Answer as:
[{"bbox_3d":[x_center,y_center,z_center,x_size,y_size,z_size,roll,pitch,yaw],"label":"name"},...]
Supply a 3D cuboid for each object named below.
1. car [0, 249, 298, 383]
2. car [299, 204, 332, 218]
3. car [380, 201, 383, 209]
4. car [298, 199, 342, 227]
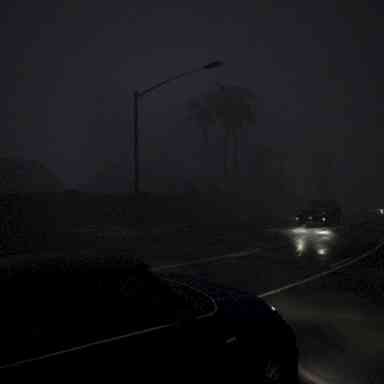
[{"bbox_3d":[-0.998,1.375,3.261,4.553,1.767,2.097,1,-1,-37],"label":"car"},{"bbox_3d":[13.950,2.054,37.261,2.033,1.411,5.357,0,-1,37],"label":"car"},{"bbox_3d":[34.417,2.245,58.596,2.128,1.511,4.902,0,0,37],"label":"car"},{"bbox_3d":[10.308,1.577,26.565,2.150,2.045,5.566,0,-1,37],"label":"car"}]
